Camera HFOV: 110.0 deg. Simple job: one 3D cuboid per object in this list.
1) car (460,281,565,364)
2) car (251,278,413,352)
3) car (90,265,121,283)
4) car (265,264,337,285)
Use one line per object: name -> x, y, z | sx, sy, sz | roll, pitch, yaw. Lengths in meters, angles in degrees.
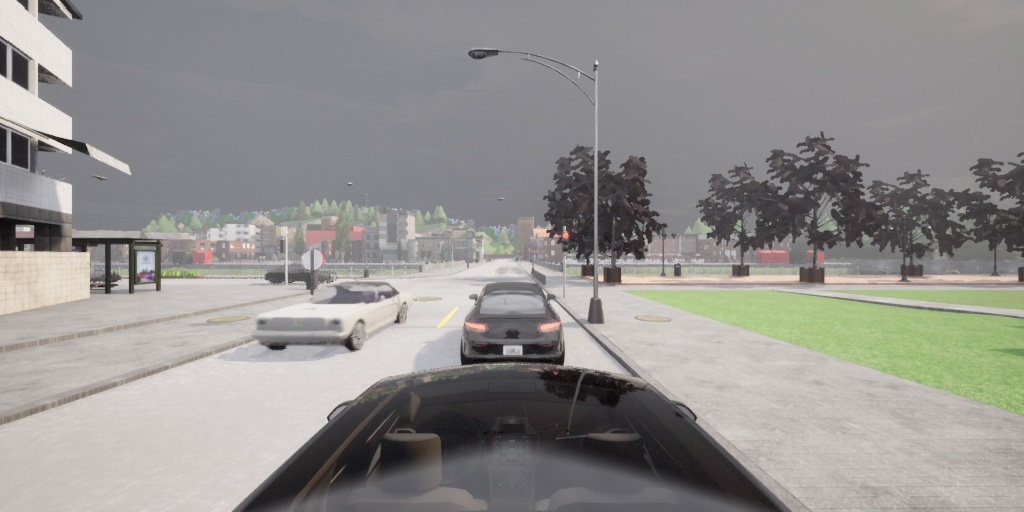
car -> 0.009, 1.275, 7.781 | 1.812, 1.442, 4.674 | 0, 0, 0
car -> -4.086, 1.350, 9.089 | 1.895, 1.301, 4.718 | 0, 0, 1
car -> -30.361, 1.312, 25.234 | 4.181, 1.385, 1.994 | 0, 0, 0
car -> -14.860, 1.274, 25.344 | 4.674, 1.442, 1.812 | 0, 0, 0
